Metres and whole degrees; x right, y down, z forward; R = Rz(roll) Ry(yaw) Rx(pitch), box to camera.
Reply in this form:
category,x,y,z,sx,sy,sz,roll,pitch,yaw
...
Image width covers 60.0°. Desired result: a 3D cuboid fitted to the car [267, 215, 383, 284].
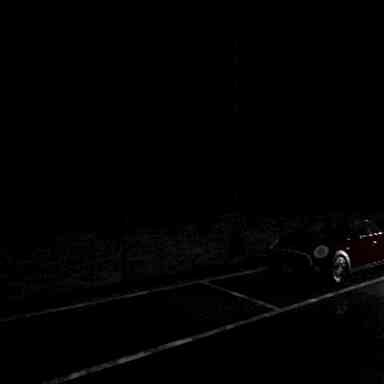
category,x,y,z,sx,sy,sz,roll,pitch,yaw
car,4.039,1.438,9.529,4.097,1.590,1.967,0,0,-36
